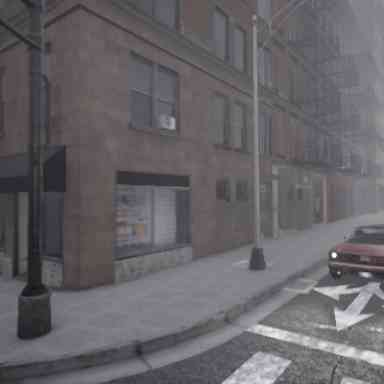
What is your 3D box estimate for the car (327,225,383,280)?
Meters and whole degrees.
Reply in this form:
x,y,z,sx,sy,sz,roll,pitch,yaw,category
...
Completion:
x,y,z,sx,sy,sz,roll,pitch,yaw,category
5.485,1.687,9.745,1.895,1.301,4.718,-1,-1,37,car
